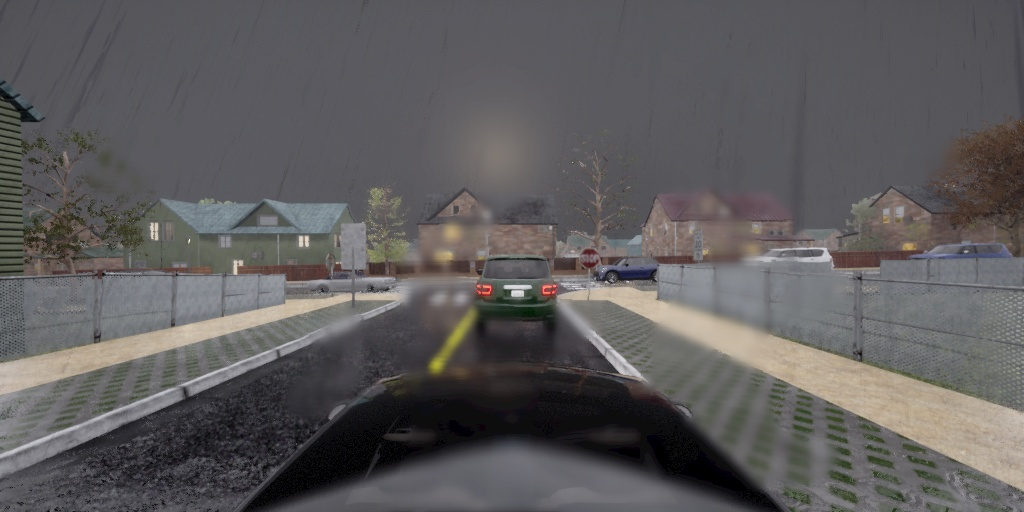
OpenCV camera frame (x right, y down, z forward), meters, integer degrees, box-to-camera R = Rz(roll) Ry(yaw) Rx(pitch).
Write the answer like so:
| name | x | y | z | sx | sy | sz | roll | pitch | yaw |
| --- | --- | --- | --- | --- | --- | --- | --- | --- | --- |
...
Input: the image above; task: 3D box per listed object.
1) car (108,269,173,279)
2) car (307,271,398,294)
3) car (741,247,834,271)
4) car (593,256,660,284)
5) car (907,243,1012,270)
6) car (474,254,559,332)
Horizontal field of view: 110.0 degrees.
| name | x | y | z | sx | sy | sz | roll | pitch | yaw |
| --- | --- | --- | --- | --- | --- | --- | --- | --- | --- |
| car | -21.462 | 1.588 | 21.337 | 4.553 | 1.767 | 2.097 | -1 | 1 | 0 |
| car | -9.273 | 1.552 | 21.068 | 4.718 | 1.301 | 1.895 | -1 | 1 | 5 |
| car | 18.457 | 0.473 | 24.274 | 5.566 | 2.045 | 2.150 | -1 | 1 | 0 |
| car | 7.766 | 0.858 | 24.054 | 4.553 | 1.767 | 2.097 | -1 | 1 | -3 |
| car | 30.113 | 0.200 | 24.268 | 5.566 | 2.045 | 2.150 | -1 | 1 | 0 |
| car | 0.081 | 0.972 | 11.057 | 2.150 | 2.045 | 5.566 | 0 | 0 | -1 |
